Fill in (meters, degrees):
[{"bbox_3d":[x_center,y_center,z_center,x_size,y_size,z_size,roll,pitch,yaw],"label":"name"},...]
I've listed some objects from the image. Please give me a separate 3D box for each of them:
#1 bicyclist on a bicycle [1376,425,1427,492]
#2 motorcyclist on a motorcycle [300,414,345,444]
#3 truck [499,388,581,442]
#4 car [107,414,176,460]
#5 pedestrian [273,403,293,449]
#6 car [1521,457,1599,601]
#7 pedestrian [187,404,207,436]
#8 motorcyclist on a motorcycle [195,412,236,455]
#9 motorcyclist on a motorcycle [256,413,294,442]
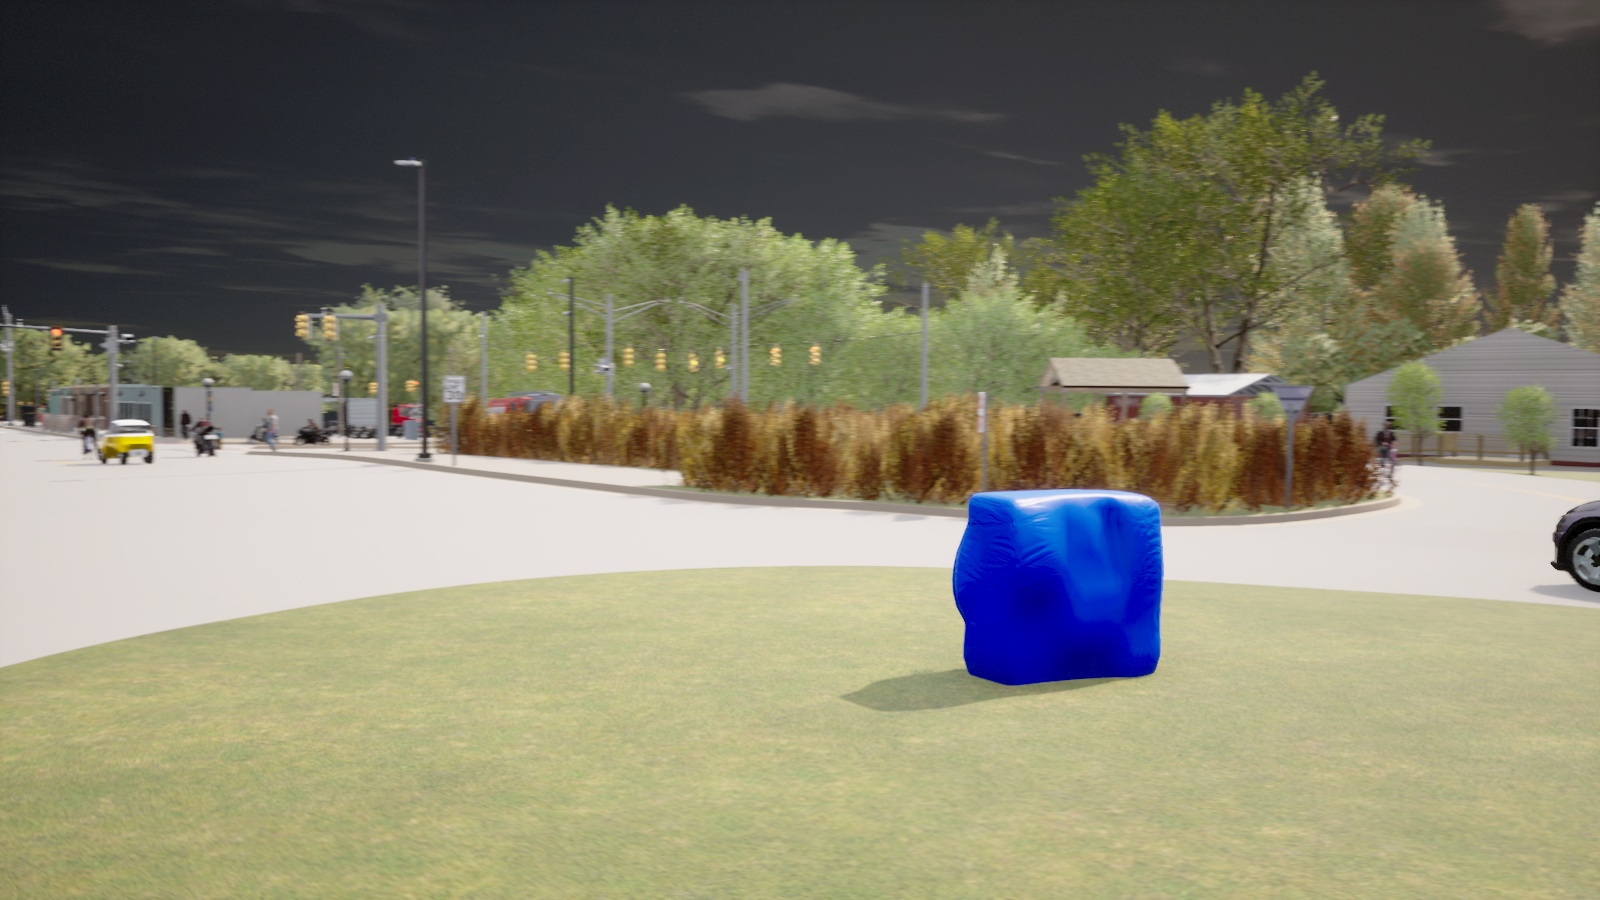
[{"bbox_3d":[16.489,0.214,34.489,0.659,1.776,1.843,0,2,6],"label":"bicyclist on a bicycle"},{"bbox_3d":[-25.180,-1.103,66.260,2.044,1.523,0.797,1,2,-44],"label":"motorcyclist on a motorcycle"},{"bbox_3d":[-19.382,-2.578,93.154,2.891,3.827,8.468,-2,2,-34],"label":"truck"},{"bbox_3d":[-20.539,-0.418,39.158,1.481,1.376,2.207,-2,2,-39],"label":"car"},{"bbox_3d":[-20.962,-0.972,50.920,0.706,1.836,0.354,-1,3,-29],"label":"pedestrian"},{"bbox_3d":[10.677,0.948,13.508,2.033,1.649,4.856,1,0,-21],"label":"car"},{"bbox_3d":[-34.774,-1.734,72.435,0.634,1.844,0.899,1,3,10],"label":"pedestrian"},{"bbox_3d":[-21.483,-0.623,46.110,0.866,1.530,2.191,-1,2,-38],"label":"motorcyclist on a motorcycle"},{"bbox_3d":[-30.049,-1.300,71.895,1.817,1.590,0.866,1,1,-36],"label":"motorcyclist on a motorcycle"}]
